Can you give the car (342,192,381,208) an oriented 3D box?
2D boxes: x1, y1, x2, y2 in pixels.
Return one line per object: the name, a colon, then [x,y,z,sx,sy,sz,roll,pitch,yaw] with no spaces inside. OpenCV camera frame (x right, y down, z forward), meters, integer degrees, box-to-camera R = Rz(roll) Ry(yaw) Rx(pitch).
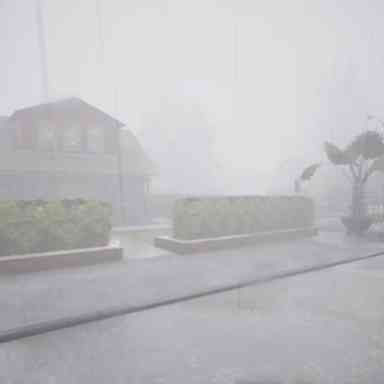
car: [19.249,0.916,37.570,3.866,1.878,1.905,0,0,0]
